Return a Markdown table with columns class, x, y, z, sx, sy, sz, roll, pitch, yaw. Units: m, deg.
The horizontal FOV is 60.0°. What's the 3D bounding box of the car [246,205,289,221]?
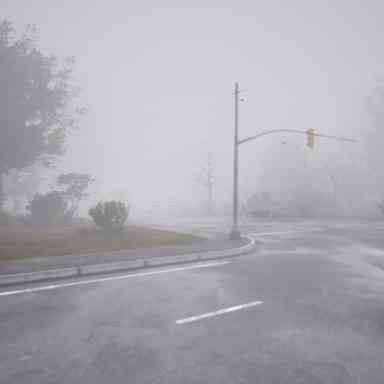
| class | x | y | z | sx | sy | sz | roll | pitch | yaw |
| --- | --- | --- | --- | --- | --- | --- | --- | --- | --- |
| car | 7.663 | 2.108 | 34.164 | 2.128 | 1.511 | 4.902 | 1 | -3 | -33 |
